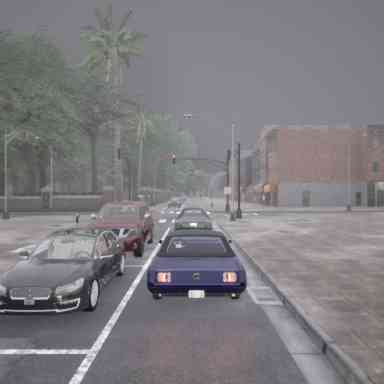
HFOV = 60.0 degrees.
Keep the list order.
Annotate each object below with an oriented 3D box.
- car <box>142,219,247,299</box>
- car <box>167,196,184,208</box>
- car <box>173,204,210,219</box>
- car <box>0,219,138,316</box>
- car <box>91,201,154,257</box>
[{"bbox_3d":[0.086,1.601,8.372,1.895,1.301,4.718,0,0,0],"label":"car"},{"bbox_3d":[-2.724,1.542,51.201,1.967,1.590,4.097,0,0,0],"label":"car"},{"bbox_3d":[0.065,1.573,18.415,1.994,1.385,4.181,0,0,0],"label":"car"},{"bbox_3d":[-2.650,1.551,7.588,2.008,1.369,4.403,0,0,0],"label":"car"},{"bbox_3d":[-2.660,1.318,13.052,2.192,1.841,5.009,0,0,0],"label":"car"}]
